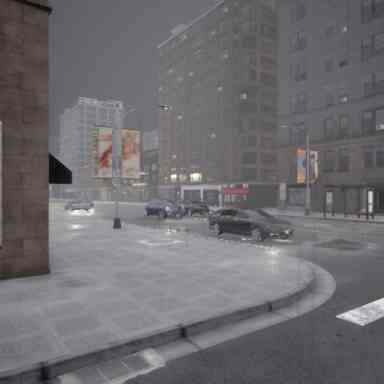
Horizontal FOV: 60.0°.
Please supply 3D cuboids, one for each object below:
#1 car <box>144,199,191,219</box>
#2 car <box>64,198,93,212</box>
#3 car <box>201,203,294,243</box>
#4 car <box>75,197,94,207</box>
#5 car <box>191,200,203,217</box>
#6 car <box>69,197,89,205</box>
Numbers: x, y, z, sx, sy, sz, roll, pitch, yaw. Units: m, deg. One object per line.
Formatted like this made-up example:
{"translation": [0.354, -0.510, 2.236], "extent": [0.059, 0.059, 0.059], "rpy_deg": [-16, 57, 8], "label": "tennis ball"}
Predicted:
{"translation": [-2.463, 1.392, 29.515], "extent": [2.097, 1.767, 4.553], "rpy_deg": [0, 0, -36], "label": "car"}
{"translation": [-13.838, 1.677, 39.878], "extent": [1.895, 1.301, 4.718], "rpy_deg": [0, 0, -35], "label": "car"}
{"translation": [2.777, 1.525, 16.600], "extent": [1.837, 1.490, 4.892], "rpy_deg": [0, 0, -36], "label": "car"}
{"translation": [-15.874, 1.586, 48.424], "extent": [2.128, 1.511, 4.902], "rpy_deg": [0, 0, -35], "label": "car"}
{"translation": [-0.321, 1.545, 32.448], "extent": [1.837, 1.490, 4.892], "rpy_deg": [0, 0, -36], "label": "car"}
{"translation": [-20.891, 1.670, 61.208], "extent": [2.033, 1.411, 5.357], "rpy_deg": [0, 0, -36], "label": "car"}
